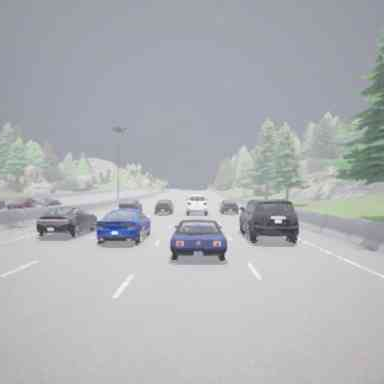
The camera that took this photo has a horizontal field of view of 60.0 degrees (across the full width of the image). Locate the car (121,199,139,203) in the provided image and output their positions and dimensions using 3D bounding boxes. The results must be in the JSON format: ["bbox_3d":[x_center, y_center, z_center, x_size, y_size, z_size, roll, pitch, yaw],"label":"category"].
[{"bbox_3d":[-6.460,1.527,35.184,1.882,1.535,5.008,0,1,1],"label":"car"}]

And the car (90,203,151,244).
[{"bbox_3d":[-3.210,1.570,16.426,1.882,1.535,5.008,0,0,1],"label":"car"}]

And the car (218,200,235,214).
[{"bbox_3d":[4.067,1.616,37.188,1.837,1.490,4.892,0,1,1],"label":"car"}]

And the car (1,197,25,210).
[{"bbox_3d":[-20.569,1.397,40.594,1.882,1.535,5.008,0,0,1],"label":"car"}]

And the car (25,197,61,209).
[{"bbox_3d":[-17.096,1.445,39.129,2.128,1.511,4.902,0,0,1],"label":"car"}]

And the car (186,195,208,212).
[{"bbox_3d":[0.550,1.317,35.793,2.150,2.045,5.566,0,1,1],"label":"car"}]

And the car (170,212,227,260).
[{"bbox_3d":[0.241,1.703,12.921,1.895,1.301,4.718,0,0,1],"label":"car"}]

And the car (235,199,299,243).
[{"bbox_3d":[3.799,1.366,17.173,2.150,2.045,5.566,0,0,1],"label":"car"}]

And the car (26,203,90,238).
[{"bbox_3d":[-6.686,1.566,18.229,2.128,1.511,4.902,0,0,1],"label":"car"}]

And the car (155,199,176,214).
[{"bbox_3d":[-2.945,1.574,36.376,1.837,1.490,4.892,0,1,1],"label":"car"}]
